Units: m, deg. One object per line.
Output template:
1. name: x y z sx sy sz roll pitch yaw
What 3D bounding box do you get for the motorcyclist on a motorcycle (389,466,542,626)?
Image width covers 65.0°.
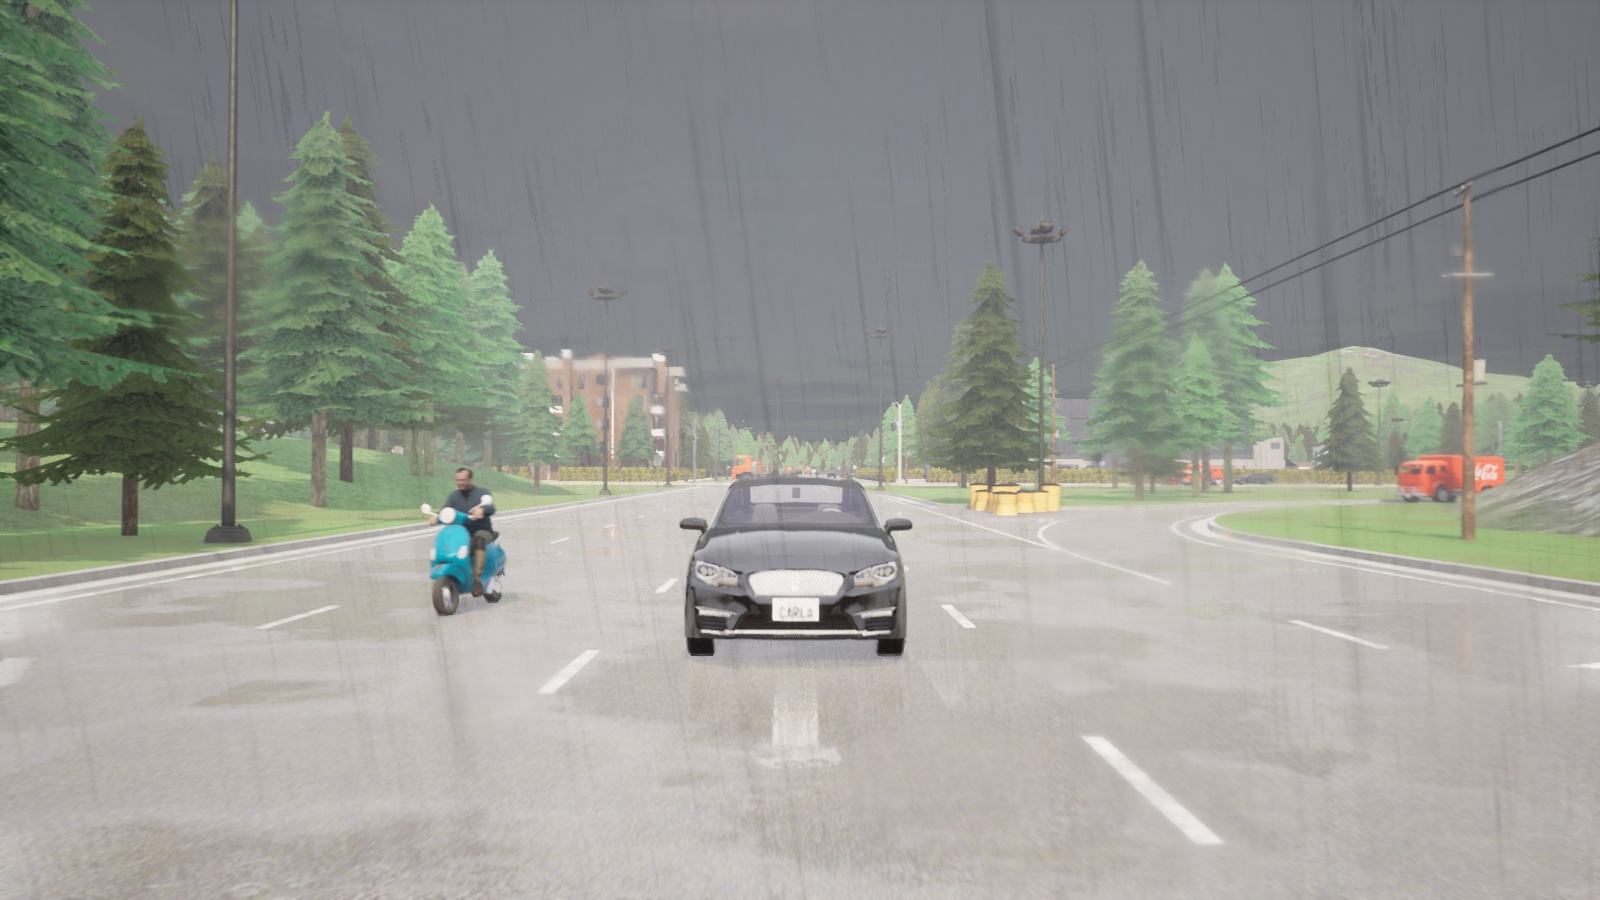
1. motorcyclist on a motorcycle: -3.665 1.016 13.945 0.866 1.590 1.817 -6 -2 9

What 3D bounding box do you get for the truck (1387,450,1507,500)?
1. truck: 33.048 1.270 64.174 5.204 2.467 2.627 0 -1 -20

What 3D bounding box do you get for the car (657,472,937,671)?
1. car: -0.030 0.973 12.027 2.128 1.511 4.902 0 -1 0
